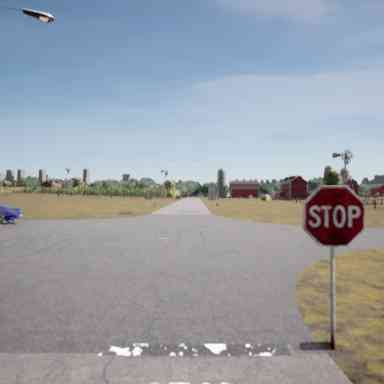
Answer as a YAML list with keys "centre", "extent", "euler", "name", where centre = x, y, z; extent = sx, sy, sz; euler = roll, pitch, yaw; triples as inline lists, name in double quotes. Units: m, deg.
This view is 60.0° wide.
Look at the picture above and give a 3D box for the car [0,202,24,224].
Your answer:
- centre: [-13.468, 1.321, 21.531]
  extent: [4.674, 1.442, 1.812]
  euler: [1, 0, -6]
  name: "car"
